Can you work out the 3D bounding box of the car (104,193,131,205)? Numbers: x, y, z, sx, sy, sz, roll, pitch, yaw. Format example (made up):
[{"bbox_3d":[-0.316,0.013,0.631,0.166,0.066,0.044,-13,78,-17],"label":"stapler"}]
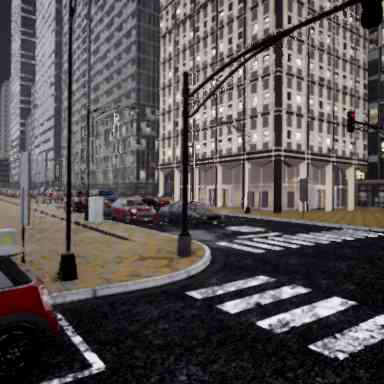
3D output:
[{"bbox_3d":[-10.345,0.905,45.856,1.752,1.417,4.829,2,0,-36],"label":"car"}]

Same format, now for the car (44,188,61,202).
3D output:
[{"bbox_3d":[-19.555,0.400,48.908,2.150,2.045,5.566,1,0,-35],"label":"car"}]

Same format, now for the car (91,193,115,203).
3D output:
[{"bbox_3d":[-13.496,0.842,50.250,1.947,1.339,4.313,2,0,-36],"label":"car"}]

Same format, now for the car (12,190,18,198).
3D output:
[{"bbox_3d":[-30.007,0.430,58.903,2.008,1.369,4.403,2,0,-36],"label":"car"}]

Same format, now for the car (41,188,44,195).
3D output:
[{"bbox_3d":[-32.985,0.180,77.444,1.887,1.381,4.507,2,0,-36],"label":"car"}]

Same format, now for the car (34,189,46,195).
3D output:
[{"bbox_3d":[-39.482,-0.012,86.509,1.947,1.339,4.313,2,0,-36],"label":"car"}]

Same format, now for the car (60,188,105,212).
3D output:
[{"bbox_3d":[-10.516,0.836,31.719,2.192,1.841,5.009,2,0,-36],"label":"car"}]

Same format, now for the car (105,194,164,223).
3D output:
[{"bbox_3d":[-4.026,1.175,22.658,1.967,1.590,4.097,2,0,-36],"label":"car"}]

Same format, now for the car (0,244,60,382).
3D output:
[{"bbox_3d":[-3.837,1.430,3.825,4.097,1.590,1.967,1,-1,-36],"label":"car"}]

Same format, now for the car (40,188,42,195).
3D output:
[{"bbox_3d":[-36.226,-0.156,81.977,2.192,1.841,5.009,2,0,-36],"label":"car"}]

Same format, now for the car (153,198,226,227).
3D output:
[{"bbox_3d":[-0.164,1.365,21.685,2.033,1.411,5.357,1,1,-36],"label":"car"}]

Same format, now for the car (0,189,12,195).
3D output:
[{"bbox_3d":[-42.995,-0.002,77.026,1.887,1.381,4.507,2,0,-36],"label":"car"}]

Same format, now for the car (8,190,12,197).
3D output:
[{"bbox_3d":[-33.254,0.317,63.434,1.887,1.381,4.507,2,0,-36],"label":"car"}]

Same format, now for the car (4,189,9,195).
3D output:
[{"bbox_3d":[-36.501,0.217,67.965,2.008,1.369,4.403,2,0,-36],"label":"car"}]

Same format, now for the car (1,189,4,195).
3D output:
[{"bbox_3d":[-39.749,0.125,72.495,1.947,1.339,4.313,2,0,-36],"label":"car"}]

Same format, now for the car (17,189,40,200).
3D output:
[{"bbox_3d":[-26.759,0.531,54.372,1.887,1.381,4.507,2,0,-36],"label":"car"}]

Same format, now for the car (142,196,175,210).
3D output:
[{"bbox_3d":[-3.751,1.179,36.652,1.802,1.307,4.206,2,0,-36],"label":"car"}]

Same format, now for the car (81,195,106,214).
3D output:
[{"bbox_3d":[-7.278,1.210,27.188,1.802,1.307,4.206,2,0,-36],"label":"car"}]

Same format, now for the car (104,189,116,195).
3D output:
[{"bbox_3d":[-8.860,0.753,33.827,2.150,2.045,5.566,1,1,-36],"label":"car"}]

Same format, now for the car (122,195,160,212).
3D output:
[{"bbox_3d":[-5.368,1.094,34.437,1.837,1.490,4.892,1,1,-36],"label":"car"}]
